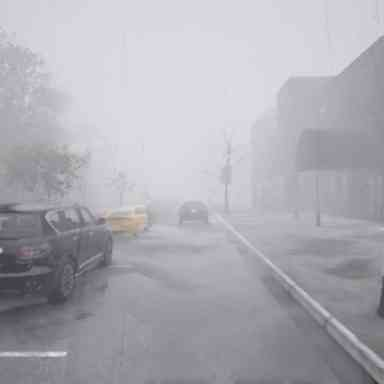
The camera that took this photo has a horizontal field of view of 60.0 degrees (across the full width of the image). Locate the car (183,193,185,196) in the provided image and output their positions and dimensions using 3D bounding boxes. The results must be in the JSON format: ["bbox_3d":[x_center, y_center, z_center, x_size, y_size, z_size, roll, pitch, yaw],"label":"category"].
[{"bbox_3d":[-3.631,1.638,85.179,1.946,1.575,5.366,0,1,2],"label":"car"}]

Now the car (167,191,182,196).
[{"bbox_3d":[-3.640,1.372,60.674,2.435,2.045,5.566,0,0,2],"label":"car"}]

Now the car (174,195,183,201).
[{"bbox_3d":[-3.637,1.668,91.315,2.002,1.452,4.674,0,0,2],"label":"car"}]

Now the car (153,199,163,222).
[{"bbox_3d":[-3.647,1.552,23.988,2.097,1.535,5.008,0,0,2],"label":"car"}]

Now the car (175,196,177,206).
[{"bbox_3d":[-3.644,1.630,46.178,2.231,1.521,4.892,0,-1,2],"label":"car"}]

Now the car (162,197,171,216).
[{"bbox_3d":[-3.638,1.578,34.241,1.946,1.575,5.366,0,0,2],"label":"car"}]

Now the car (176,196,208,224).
[{"bbox_3d":[0.105,1.405,25.382,2.097,1.767,4.553,0,0,0],"label":"car"}]

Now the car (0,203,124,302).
[{"bbox_3d":[-3.651,1.283,8.557,2.435,2.045,5.566,0,0,1],"label":"car"}]

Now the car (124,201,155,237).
[{"bbox_3d":[-3.648,1.526,18.440,2.097,1.535,5.008,0,0,2],"label":"car"}]

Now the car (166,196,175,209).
[{"bbox_3d":[-3.645,1.613,40.622,2.097,1.535,5.008,0,0,2],"label":"car"}]

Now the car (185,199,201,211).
[{"bbox_3d":[0.107,1.669,42.917,1.994,1.385,4.181,0,0,0],"label":"car"}]
